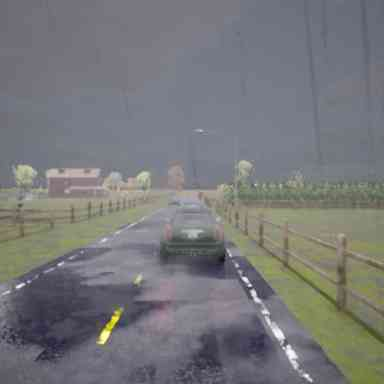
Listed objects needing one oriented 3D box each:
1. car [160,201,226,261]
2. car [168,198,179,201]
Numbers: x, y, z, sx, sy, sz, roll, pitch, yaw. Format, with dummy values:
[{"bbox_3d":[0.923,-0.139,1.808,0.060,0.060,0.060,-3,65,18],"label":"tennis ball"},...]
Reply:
[{"bbox_3d":[0.045,1.371,12.450,2.097,1.767,4.553,0,0,1],"label":"car"},{"bbox_3d":[-2.829,1.599,54.055,2.033,1.411,5.357,0,0,0],"label":"car"}]
